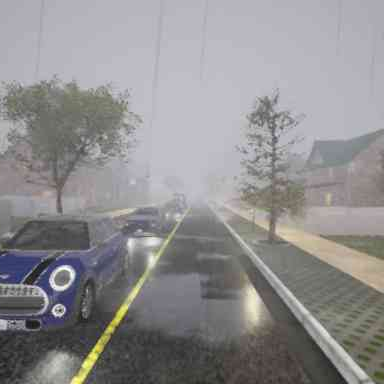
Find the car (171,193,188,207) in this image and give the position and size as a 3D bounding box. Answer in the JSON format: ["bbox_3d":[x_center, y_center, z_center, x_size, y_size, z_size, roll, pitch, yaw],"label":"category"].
[{"bbox_3d":[-1.829,1.105,47.968,2.150,2.045,5.566,1,0,1],"label":"car"}]

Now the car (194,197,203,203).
[{"bbox_3d":[1.500,1.746,77.787,1.994,1.385,4.181,1,0,1],"label":"car"}]

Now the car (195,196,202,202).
[{"bbox_3d":[1.696,1.863,87.825,1.895,1.301,4.718,1,0,1],"label":"car"}]

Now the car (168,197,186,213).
[{"bbox_3d":[-2.054,1.600,37.107,1.994,1.385,4.181,1,0,1],"label":"car"}]

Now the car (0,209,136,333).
[{"bbox_3d":[-2.742,1.304,7.010,2.097,1.767,4.553,1,0,1],"label":"car"}]

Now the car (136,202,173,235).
[{"bbox_3d":[-2.505,1.520,19.004,2.033,1.411,5.357,1,0,1],"label":"car"}]
